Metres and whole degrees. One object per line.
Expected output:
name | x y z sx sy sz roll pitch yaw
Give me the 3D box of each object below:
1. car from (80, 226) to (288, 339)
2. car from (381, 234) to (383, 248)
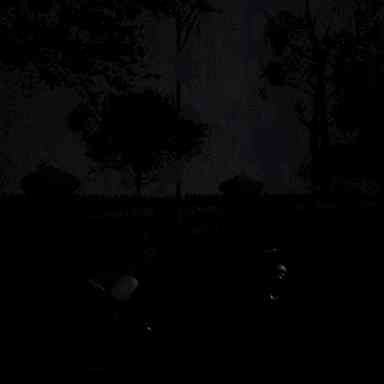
car | -0.035 1.454 6.535 4.097 1.590 1.967 0 0 -35
car | 9.138 1.606 13.067 4.403 1.369 2.008 0 0 -35
